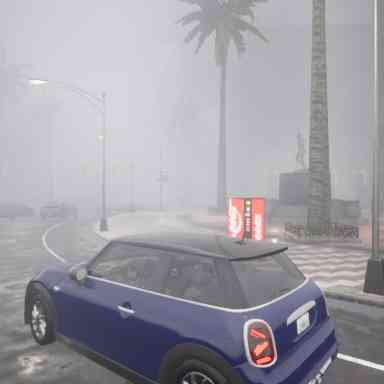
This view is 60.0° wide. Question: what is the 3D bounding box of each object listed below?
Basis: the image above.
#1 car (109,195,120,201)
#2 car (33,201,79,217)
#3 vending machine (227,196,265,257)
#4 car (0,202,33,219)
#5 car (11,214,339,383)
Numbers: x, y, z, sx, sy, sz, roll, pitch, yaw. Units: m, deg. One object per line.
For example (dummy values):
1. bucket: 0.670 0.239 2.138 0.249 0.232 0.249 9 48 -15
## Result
1. car: -20.711 1.511 89.385 2.161 1.482 4.786 0 0 3
2. car: -10.813 1.491 27.443 2.128 1.511 4.902 0 0 -3
3. vending machine: 1.979 1.195 12.184 1.100 2.100 0.880 0 0 -42
4. car: -14.986 1.563 27.998 1.994 1.385 4.181 0 0 3
5. car: -0.504 1.352 4.743 4.553 1.767 2.097 0 0 40
